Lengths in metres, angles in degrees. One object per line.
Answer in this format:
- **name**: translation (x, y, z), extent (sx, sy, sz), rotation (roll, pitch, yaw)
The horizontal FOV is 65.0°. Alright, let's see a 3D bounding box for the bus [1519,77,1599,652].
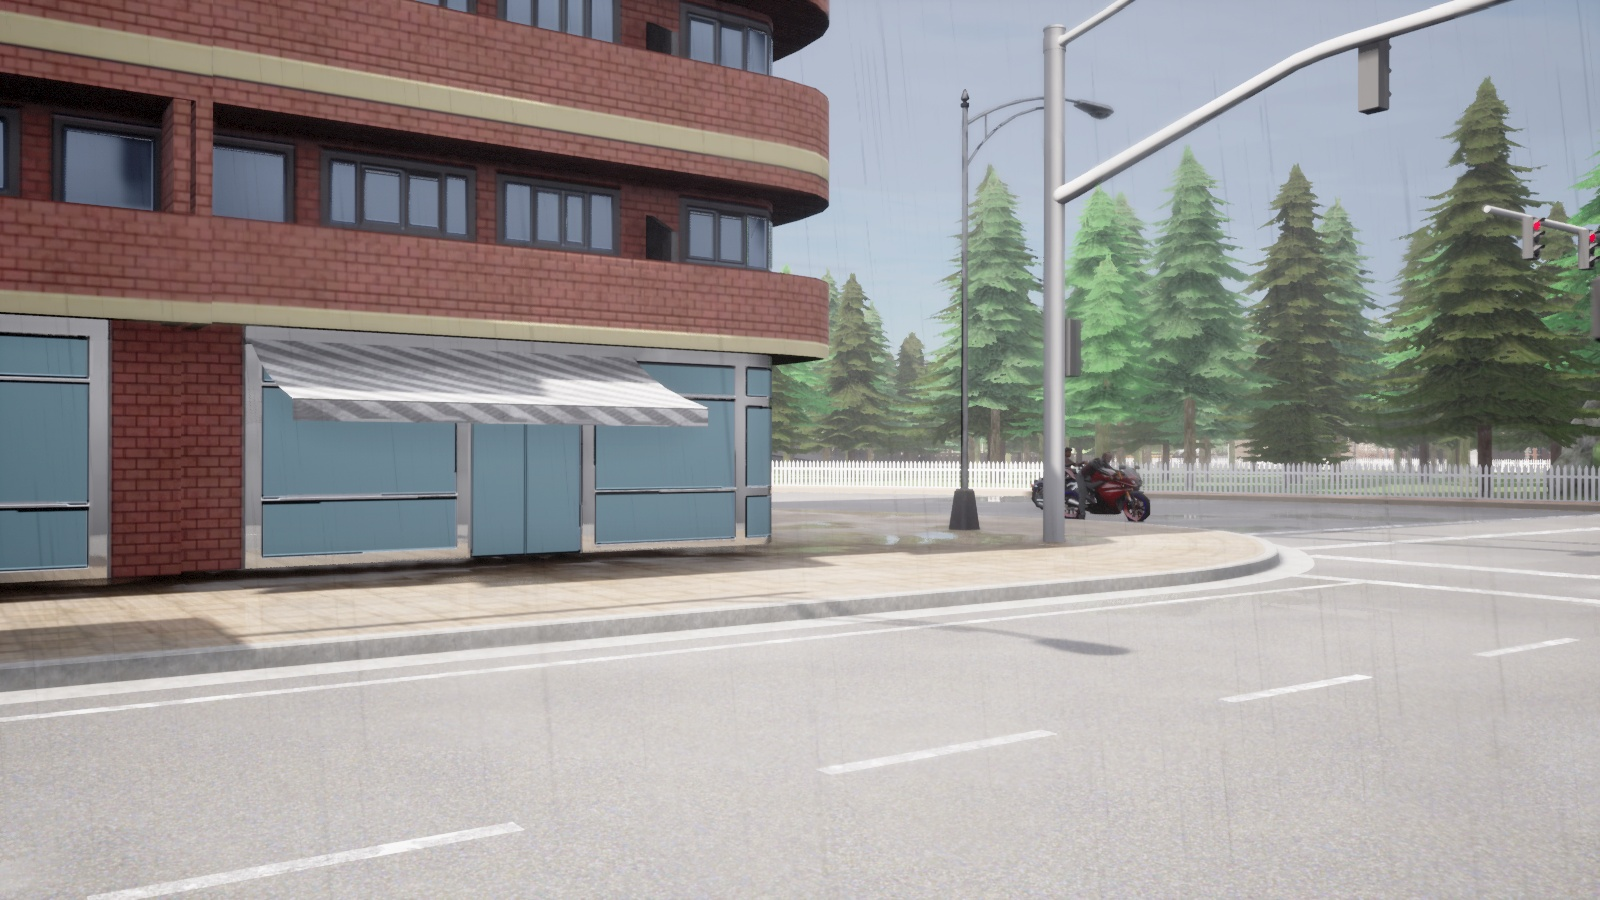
- **bus**: translation (11.172, -0.646, 10.087), extent (10.273, 4.253, 3.944), rotation (0, 1, -23)

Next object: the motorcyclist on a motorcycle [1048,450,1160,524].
- **motorcyclist on a motorcycle**: translation (6.551, 0.777, 27.116), extent (2.191, 1.530, 0.866), rotation (0, 0, 42)

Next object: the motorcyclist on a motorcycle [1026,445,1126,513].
- **motorcyclist on a motorcycle**: translation (6.888, 0.702, 31.439), extent (2.350, 1.649, 0.766), rotation (0, 0, 38)
